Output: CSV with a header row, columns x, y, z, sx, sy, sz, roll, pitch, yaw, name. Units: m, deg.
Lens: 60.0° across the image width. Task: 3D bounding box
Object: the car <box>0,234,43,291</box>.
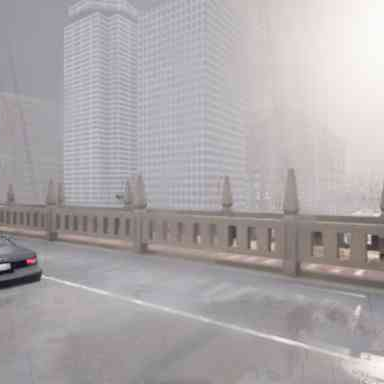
x,y,z,sx,sy,sz,roll,pitch,yaw,name
-5.817,1.549,8.082,5.357,1.411,2.033,0,0,35,car
